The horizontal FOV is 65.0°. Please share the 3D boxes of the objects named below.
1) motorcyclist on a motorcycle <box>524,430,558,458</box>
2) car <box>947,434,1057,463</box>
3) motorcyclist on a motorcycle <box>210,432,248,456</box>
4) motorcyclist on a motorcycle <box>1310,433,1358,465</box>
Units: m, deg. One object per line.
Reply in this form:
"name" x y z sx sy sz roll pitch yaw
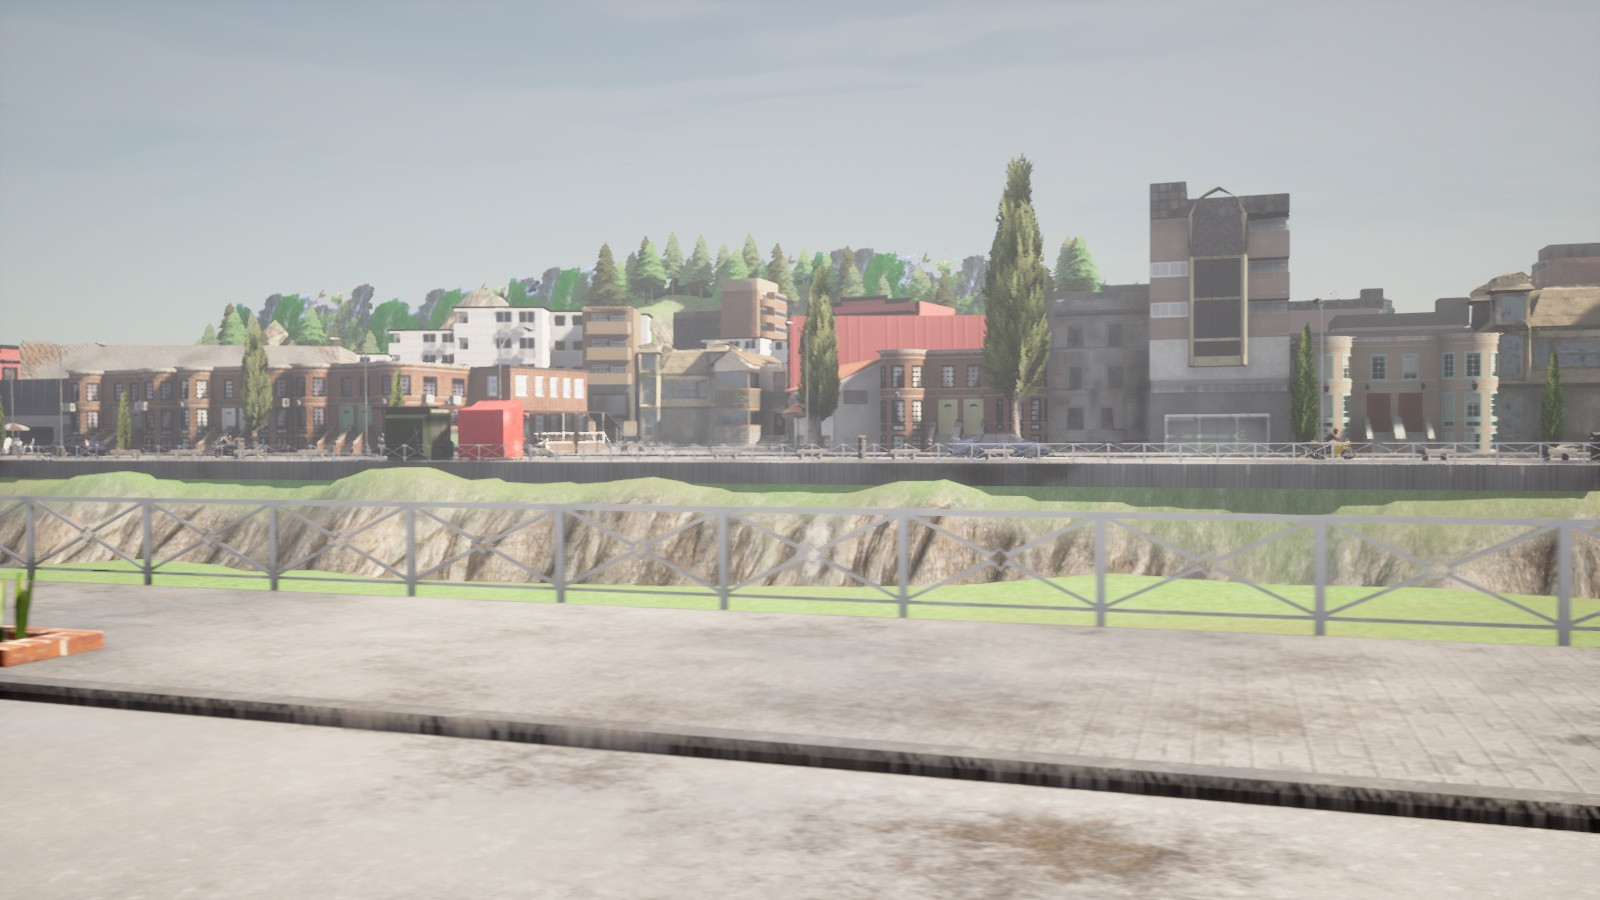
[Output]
"motorcyclist on a motorcycle" -15.254 -0.362 73.952 1.817 1.590 0.866 0 1 19
"car" 10.516 -0.103 65.292 5.357 1.411 2.033 0 1 19
"motorcyclist on a motorcycle" -36.948 -0.420 81.245 2.191 1.530 0.866 0 1 19
"motorcyclist on a motorcycle" 25.580 -0.071 60.228 2.044 1.523 0.797 0 1 19
